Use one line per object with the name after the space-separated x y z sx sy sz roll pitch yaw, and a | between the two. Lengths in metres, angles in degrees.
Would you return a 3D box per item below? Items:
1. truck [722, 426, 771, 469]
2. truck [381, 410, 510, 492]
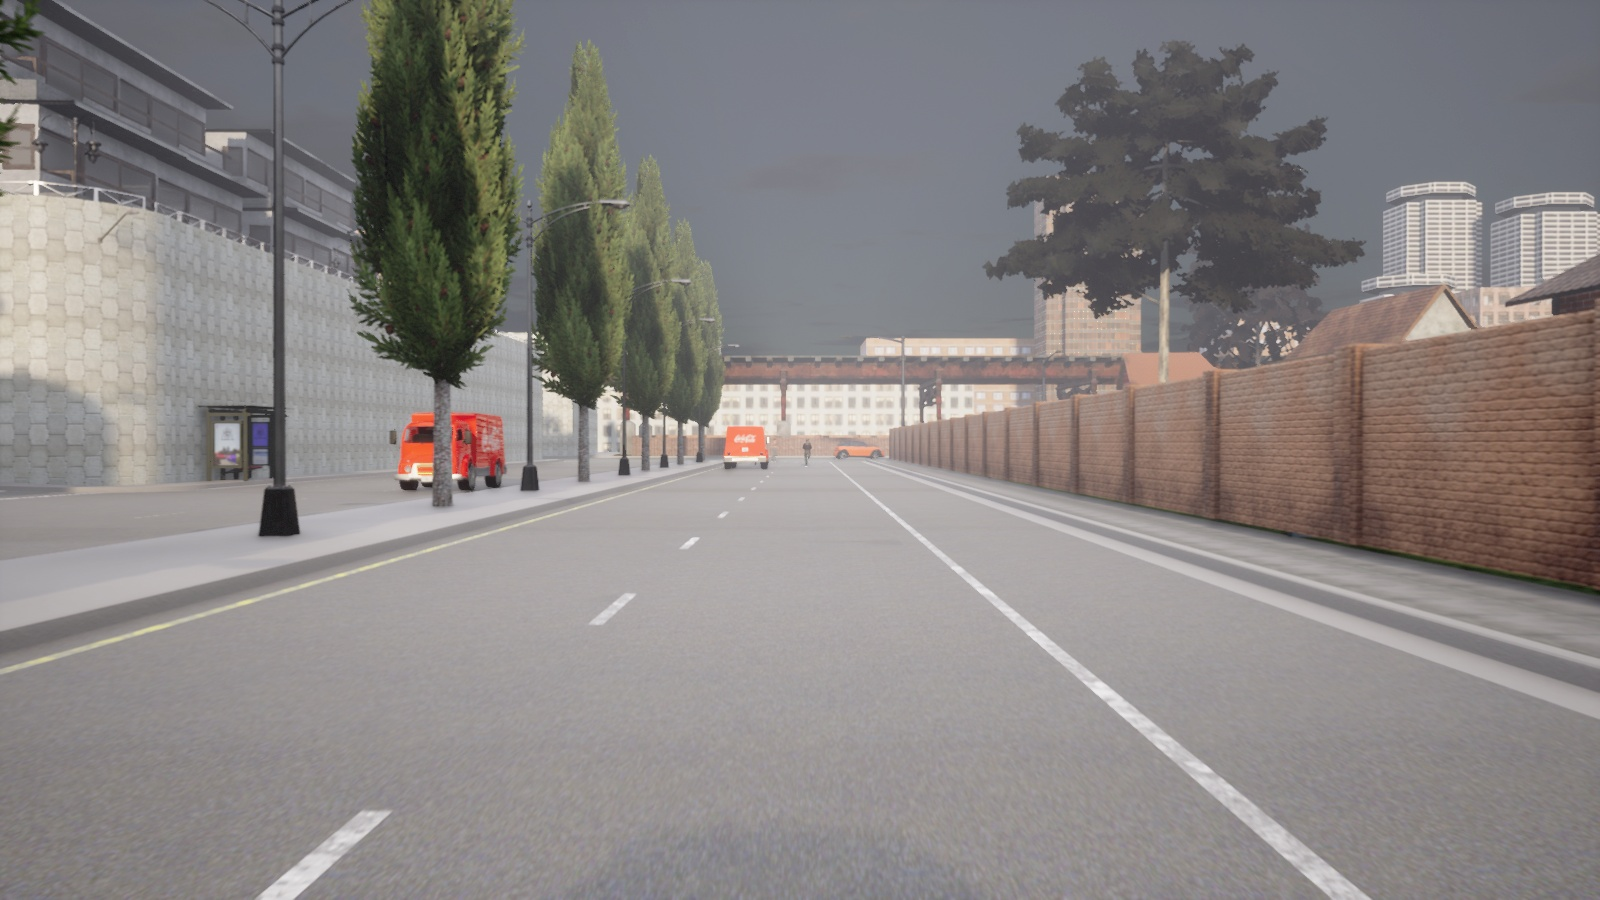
-3.068 -0.155 73.194 2.627 2.467 5.204 0 0 0 | truck
-11.255 0.023 40.327 2.627 2.467 5.204 0 0 0 | truck
